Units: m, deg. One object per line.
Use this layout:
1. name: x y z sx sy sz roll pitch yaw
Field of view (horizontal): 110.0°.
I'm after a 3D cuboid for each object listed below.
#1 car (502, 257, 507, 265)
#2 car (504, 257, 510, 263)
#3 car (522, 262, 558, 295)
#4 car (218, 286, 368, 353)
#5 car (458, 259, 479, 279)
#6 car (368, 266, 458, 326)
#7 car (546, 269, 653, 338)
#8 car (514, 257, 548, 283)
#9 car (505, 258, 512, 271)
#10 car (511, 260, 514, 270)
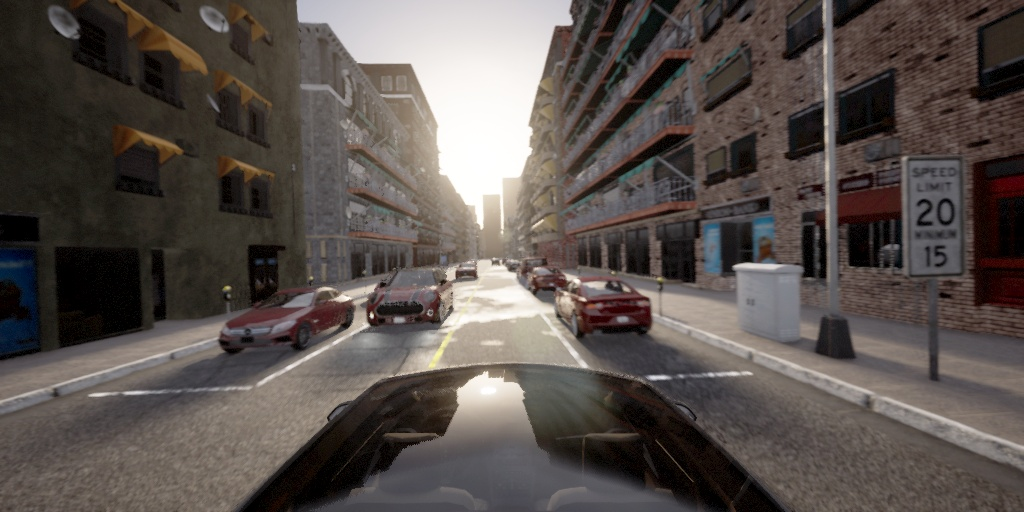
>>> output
1. car: -0.343 1.281 64.685 2.007 1.370 4.403 0 0 -3
2. car: 0.198 1.261 53.369 1.888 1.381 4.507 0 0 -3
3. car: 1.822 1.225 19.423 1.888 1.381 4.507 0 0 -3
4. car: -5.556 1.498 9.505 1.802 1.307 4.207 0 0 -3
5. car: -4.245 1.337 34.171 1.882 1.535 5.008 -2 0 -2
6. car: -3.243 1.193 12.195 2.097 1.767 4.553 -2 0 -3
7. car: 2.279 1.217 9.882 1.888 1.381 4.507 0 0 -3
8. car: 1.552 0.999 25.080 2.192 1.841 5.009 0 0 -3
9. car: 0.469 1.274 47.711 1.948 1.339 4.313 0 0 -3
10. car: 1.281 1.240 30.738 2.007 1.370 4.403 0 0 -3
